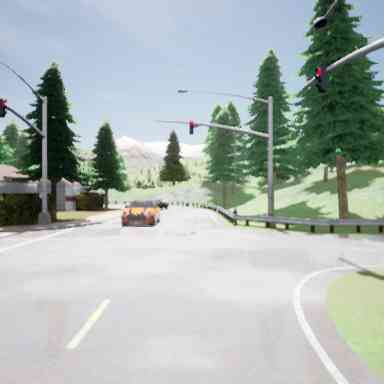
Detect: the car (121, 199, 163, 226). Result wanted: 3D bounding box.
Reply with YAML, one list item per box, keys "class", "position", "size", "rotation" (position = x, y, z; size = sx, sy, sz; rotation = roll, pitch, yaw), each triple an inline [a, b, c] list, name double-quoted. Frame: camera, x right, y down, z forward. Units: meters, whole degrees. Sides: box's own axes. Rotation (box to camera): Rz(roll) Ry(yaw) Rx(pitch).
- class: "car"
  position: [-3.413, 1.299, 22.711]
  size: [2.097, 1.767, 4.553]
  rotation: [0, 0, 1]

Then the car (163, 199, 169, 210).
- class: "car"
  position: [-4.211, 1.510, 41.106]
  size: [1.895, 1.301, 4.718]
  rotation: [0, 0, -18]
